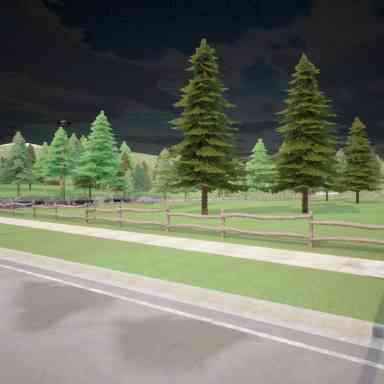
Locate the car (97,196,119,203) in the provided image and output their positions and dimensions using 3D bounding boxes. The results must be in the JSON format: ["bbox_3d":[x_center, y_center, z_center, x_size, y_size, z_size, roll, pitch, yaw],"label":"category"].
[{"bbox_3d":[-16.126,1.477,67.396,1.882,1.535,5.008,0,0,35],"label":"car"}]

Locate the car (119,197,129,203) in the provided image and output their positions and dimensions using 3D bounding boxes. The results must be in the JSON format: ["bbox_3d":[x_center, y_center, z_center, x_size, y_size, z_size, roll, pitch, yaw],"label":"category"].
[{"bbox_3d":[-11.711,1.547,67.611,2.033,1.411,5.357,0,0,35],"label":"car"}]

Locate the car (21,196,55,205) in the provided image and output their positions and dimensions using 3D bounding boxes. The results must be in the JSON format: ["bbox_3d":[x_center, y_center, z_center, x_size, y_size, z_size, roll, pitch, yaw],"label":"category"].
[{"bbox_3d":[-26.924,1.489,58.249,2.128,1.511,4.902,0,0,35],"label":"car"}]

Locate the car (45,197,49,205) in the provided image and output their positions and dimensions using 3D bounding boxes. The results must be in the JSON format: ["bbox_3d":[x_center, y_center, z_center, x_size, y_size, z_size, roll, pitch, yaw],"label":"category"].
[{"bbox_3d":[-23.551,1.564,56.975,1.994,1.385,4.181,0,0,35],"label":"car"}]

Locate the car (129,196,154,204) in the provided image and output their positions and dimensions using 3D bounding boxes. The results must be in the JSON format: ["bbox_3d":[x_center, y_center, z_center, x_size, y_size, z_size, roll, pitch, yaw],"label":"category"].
[{"bbox_3d":[-9.415,1.526,64.852,1.812,1.442,4.674,0,0,36],"label":"car"}]

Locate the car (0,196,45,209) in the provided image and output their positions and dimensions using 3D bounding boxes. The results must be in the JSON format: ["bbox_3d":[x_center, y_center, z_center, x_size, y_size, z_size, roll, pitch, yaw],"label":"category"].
[{"bbox_3d":[-23.162,1.352,45.383,2.097,1.767,4.553,0,0,35],"label":"car"}]

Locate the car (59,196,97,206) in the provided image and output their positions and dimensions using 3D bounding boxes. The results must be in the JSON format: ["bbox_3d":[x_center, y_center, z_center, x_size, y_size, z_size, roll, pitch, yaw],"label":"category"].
[{"bbox_3d":[-17.977,1.505,52.753,1.837,1.490,4.892,0,0,35],"label":"car"}]

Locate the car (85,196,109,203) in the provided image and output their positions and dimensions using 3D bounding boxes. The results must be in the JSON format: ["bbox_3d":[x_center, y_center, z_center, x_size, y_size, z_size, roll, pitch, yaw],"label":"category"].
[{"bbox_3d":[-19.488,1.524,68.695,1.812,1.442,4.674,0,0,35],"label":"car"}]

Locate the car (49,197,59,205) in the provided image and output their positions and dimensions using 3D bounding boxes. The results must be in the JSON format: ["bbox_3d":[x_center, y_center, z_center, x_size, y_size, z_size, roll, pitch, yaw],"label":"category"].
[{"bbox_3d":[-20.410,1.547,55.374,2.033,1.411,5.357,0,0,35],"label":"car"}]
